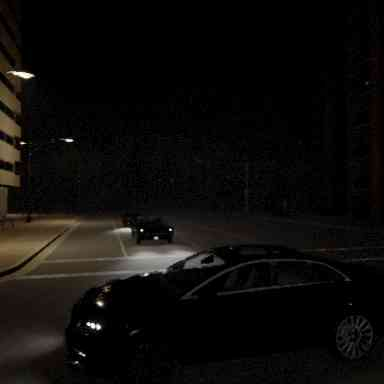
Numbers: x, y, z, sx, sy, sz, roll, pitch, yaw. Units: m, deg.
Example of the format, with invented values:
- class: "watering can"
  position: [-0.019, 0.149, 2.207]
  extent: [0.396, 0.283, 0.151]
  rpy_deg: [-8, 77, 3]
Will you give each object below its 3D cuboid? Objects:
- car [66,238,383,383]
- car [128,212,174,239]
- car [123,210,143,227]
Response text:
- class: "car"
  position: [0.681, 1.619, 5.137]
  extent: [4.902, 1.511, 2.128]
  rpy_deg: [0, -1, -14]
- class: "car"
  position: [-2.314, 2.030, 18.668]
  extent: [1.895, 1.301, 4.718]
  rpy_deg: [0, -1, -15]
- class: "car"
  position: [-4.835, 2.211, 28.328]
  extent: [1.994, 1.385, 4.181]
  rpy_deg: [0, -1, -15]
